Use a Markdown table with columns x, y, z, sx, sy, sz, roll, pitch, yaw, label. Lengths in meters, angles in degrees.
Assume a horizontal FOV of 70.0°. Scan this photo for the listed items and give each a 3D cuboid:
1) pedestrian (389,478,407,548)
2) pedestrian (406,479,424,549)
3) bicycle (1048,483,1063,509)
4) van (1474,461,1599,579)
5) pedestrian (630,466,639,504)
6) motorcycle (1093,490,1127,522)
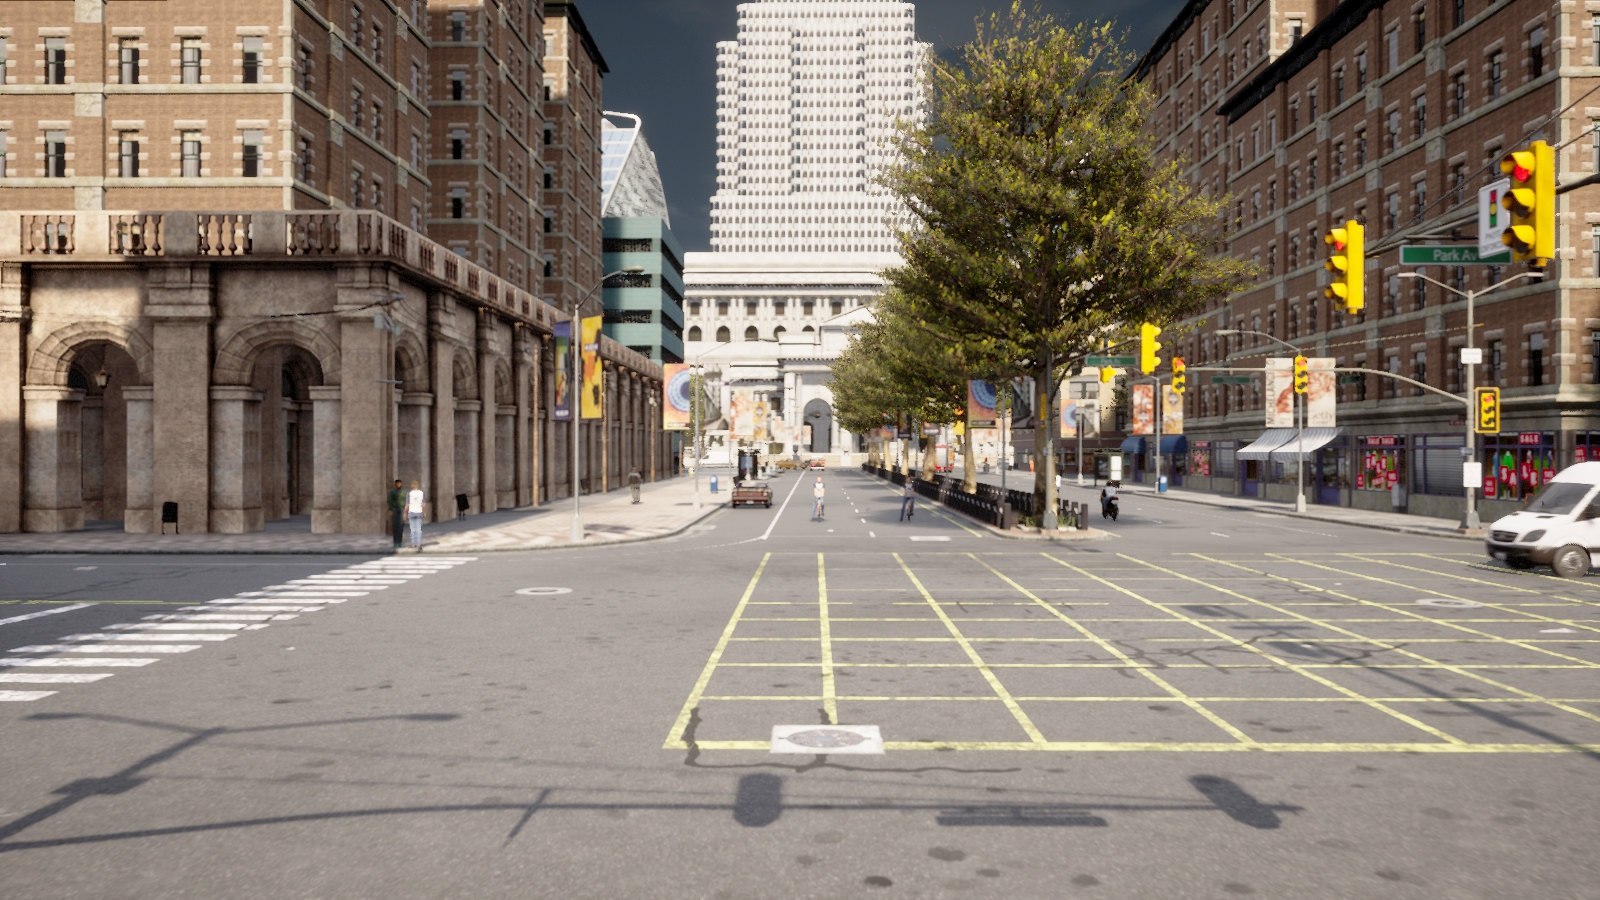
| x | y | z | sx | sy | sz | roll | pitch | yaw | label |
| --- | --- | --- | --- | --- | --- | --- | --- | --- | --- |
| -10.866 | 1.696 | 30.863 | 0.375 | 1.860 | 0.375 | 0 | 0 | -32 | pedestrian |
| -10.318 | 1.705 | 30.618 | 0.375 | 1.860 | 0.375 | 0 | 0 | -29 | pedestrian |
| 12.392 | 2.206 | 55.467 | 0.373 | 1.196 | 1.643 | 0 | 0 | 1 | bicycle |
| 18.847 | 1.534 | 25.931 | 5.915 | 2.561 | 1.988 | 0 | 0 | 1 | van |
| -8.036 | 1.696 | 55.403 | 0.375 | 1.860 | 0.375 | 0 | 0 | 2 | pedestrian |
| 12.288 | 2.213 | 45.316 | 0.803 | 1.145 | 2.033 | 0 | 0 | 1 | motorcycle |
